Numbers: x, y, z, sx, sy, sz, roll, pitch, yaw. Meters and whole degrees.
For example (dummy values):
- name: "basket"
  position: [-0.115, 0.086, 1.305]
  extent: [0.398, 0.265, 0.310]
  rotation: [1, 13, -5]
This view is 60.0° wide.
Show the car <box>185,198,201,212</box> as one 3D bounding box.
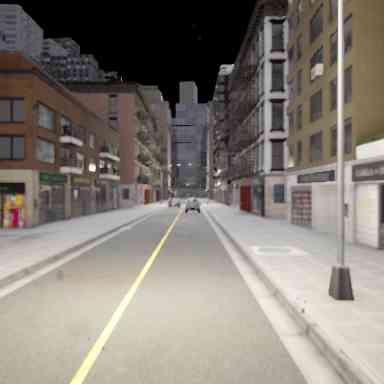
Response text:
- name: "car"
  position: [0.084, 1.756, 41.150]
  extent: [2.033, 1.411, 5.357]
  rotation: [0, 0, 0]

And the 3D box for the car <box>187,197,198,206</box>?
- name: "car"
  position: [0.074, 1.804, 62.471]
  extent: [2.128, 1.511, 4.902]
  rotation: [0, 0, 0]

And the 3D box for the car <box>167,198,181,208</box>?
- name: "car"
  position: [-2.786, 1.760, 52.738]
  extent: [2.128, 1.511, 4.902]
  rotation: [0, 0, 0]
